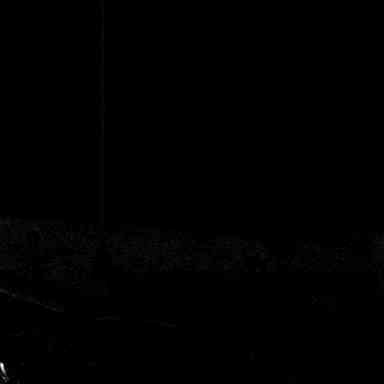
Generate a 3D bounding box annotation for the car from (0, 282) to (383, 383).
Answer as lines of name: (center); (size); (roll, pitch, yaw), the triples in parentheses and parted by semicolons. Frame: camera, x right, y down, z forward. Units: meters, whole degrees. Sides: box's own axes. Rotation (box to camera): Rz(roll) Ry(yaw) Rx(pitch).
car: (-0.143, 1.564, 3.067); (4.313, 1.339, 1.947); (0, 0, 35)
